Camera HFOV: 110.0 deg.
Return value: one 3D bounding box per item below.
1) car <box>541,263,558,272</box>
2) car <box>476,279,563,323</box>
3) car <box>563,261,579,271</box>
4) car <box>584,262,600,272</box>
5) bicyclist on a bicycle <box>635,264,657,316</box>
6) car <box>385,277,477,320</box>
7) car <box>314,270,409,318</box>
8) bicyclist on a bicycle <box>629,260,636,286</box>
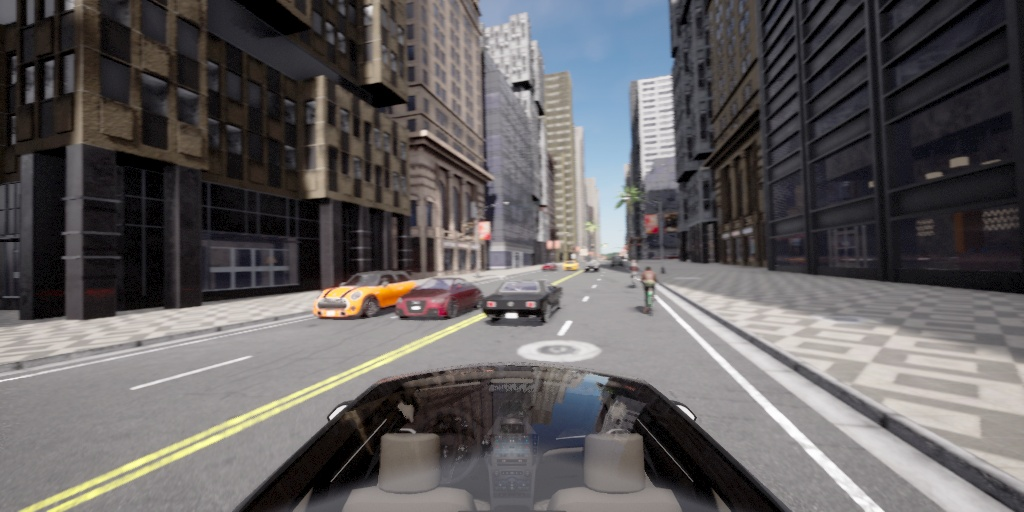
[{"bbox_3d":[5.734,1.675,54.531,1.895,1.301,4.718,-2,0,16],"label":"car"},{"bbox_3d":[0.604,1.456,12.635,1.895,1.301,4.718,-2,-1,16],"label":"car"},{"bbox_3d":[8.760,1.443,53.317,1.882,1.535,5.008,-2,0,16],"label":"car"},{"bbox_3d":[10.745,1.461,47.813,1.895,1.301,4.718,-2,0,16],"label":"car"},{"bbox_3d":[4.705,1.174,12.286,0.582,1.620,1.656,-2,-1,16],"label":"bicyclist on a bicycle"},{"bbox_3d":[-2.644,1.536,13.815,1.994,1.385,4.181,-2,-1,16],"label":"car"},{"bbox_3d":[-5.762,1.434,14.750,2.097,1.767,4.553,-2,-1,16],"label":"car"},{"bbox_3d":[7.550,1.107,22.155,0.659,1.776,1.843,-2,0,16],"label":"bicyclist on a bicycle"}]
